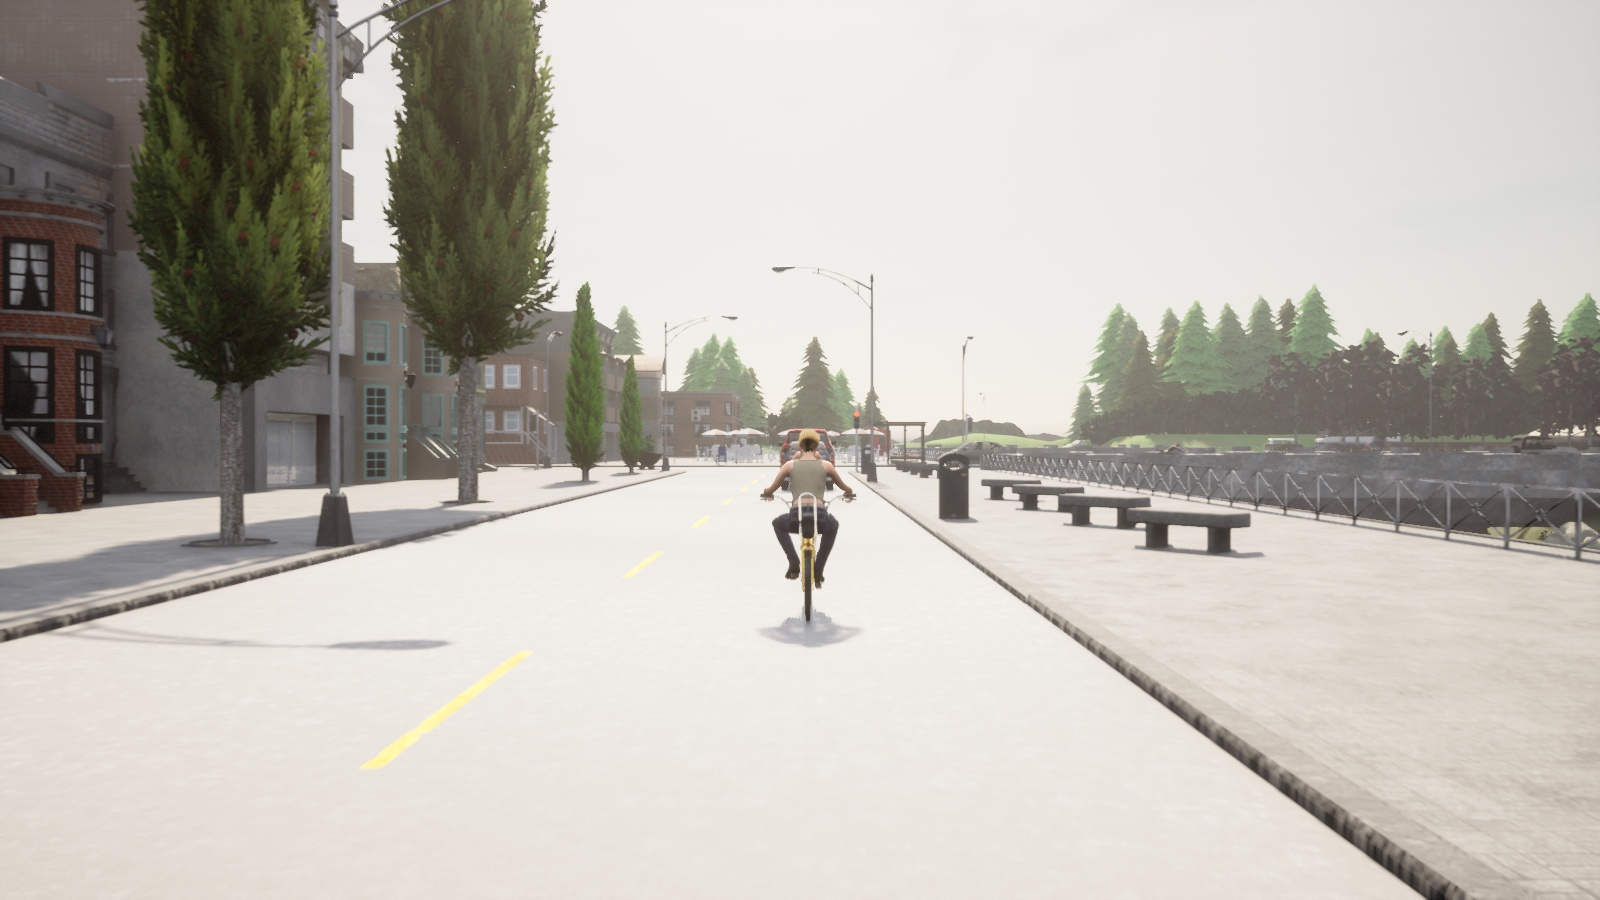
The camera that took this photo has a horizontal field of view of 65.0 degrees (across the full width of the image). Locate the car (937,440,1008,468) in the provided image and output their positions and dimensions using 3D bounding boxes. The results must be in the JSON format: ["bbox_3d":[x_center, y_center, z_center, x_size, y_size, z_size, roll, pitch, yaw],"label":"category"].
[{"bbox_3d":[10.288,0.230,74.978,3.988,1.617,1.851,0,0,0],"label":"car"}]

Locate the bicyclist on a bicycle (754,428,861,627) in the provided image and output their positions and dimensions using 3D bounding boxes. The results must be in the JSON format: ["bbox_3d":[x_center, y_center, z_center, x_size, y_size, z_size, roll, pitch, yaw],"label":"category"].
[{"bbox_3d":[0.072,0.621,10.940,0.866,1.612,1.509,0,0,1],"label":"bicyclist on a bicycle"}]

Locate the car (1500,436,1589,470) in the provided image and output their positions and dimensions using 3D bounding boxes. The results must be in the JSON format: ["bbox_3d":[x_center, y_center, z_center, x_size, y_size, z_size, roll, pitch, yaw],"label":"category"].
[{"bbox_3d":[41.961,0.177,70.811,3.866,1.878,1.905,0,0,0],"label":"car"}]

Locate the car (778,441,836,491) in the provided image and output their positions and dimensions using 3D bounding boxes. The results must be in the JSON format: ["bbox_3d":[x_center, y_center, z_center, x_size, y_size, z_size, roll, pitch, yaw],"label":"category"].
[{"bbox_3d":[0.240,0.496,40.728,1.789,1.549,3.705,0,0,0],"label":"car"}]

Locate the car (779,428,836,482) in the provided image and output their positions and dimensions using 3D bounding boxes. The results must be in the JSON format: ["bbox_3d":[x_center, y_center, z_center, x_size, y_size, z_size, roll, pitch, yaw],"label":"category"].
[{"bbox_3d":[0.295,0.182,50.291,2.150,2.045,5.566,0,0,0],"label":"car"}]
